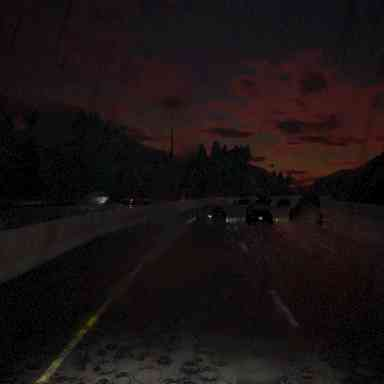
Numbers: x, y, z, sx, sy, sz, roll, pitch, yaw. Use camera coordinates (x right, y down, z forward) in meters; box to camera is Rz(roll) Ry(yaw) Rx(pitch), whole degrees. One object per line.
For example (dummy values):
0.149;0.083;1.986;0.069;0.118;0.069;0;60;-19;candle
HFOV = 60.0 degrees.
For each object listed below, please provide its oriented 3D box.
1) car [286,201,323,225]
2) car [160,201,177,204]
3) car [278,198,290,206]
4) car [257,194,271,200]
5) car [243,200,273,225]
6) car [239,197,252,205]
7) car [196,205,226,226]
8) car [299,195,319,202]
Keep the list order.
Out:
8.605;1.664;25.306;1.812;1.442;4.674;0;0;8;car
-3.333;1.570;54.567;2.033;1.411;5.357;1;0;15;car
17.140;1.766;61.618;1.882;1.535;5.008;0;0;20;car
13.507;1.464;62.310;2.150;2.045;5.566;0;0;20;car
5.081;1.619;25.330;1.812;1.442;4.674;0;0;8;car
10.136;1.706;62.763;1.837;1.490;4.892;-1;-1;19;car
1.453;1.611;24.083;1.994;1.385;4.181;1;0;7;car
15.369;1.468;43.499;2.150;2.045;5.566;0;0;15;car
